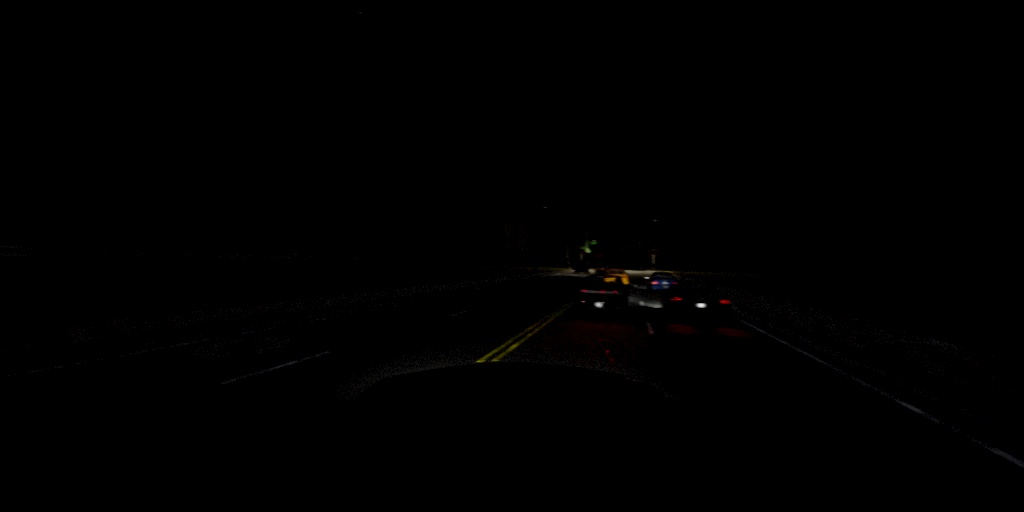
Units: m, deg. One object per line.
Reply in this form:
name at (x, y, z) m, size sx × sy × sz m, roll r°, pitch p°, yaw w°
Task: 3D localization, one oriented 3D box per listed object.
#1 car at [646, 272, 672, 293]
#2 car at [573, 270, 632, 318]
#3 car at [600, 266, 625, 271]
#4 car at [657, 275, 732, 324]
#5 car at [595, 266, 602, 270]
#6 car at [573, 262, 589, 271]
car at (10.773, 1.872, 25.807) m, size 2.033 × 1.411 × 5.357 m, roll 1°, pitch -1°, yaw 18°
car at (3.732, 1.500, 14.572) m, size 2.128 × 1.511 × 4.902 m, roll 1°, pitch -1°, yaw 18°
car at (8.737, 1.807, 29.969) m, size 1.882 × 1.535 × 5.008 m, roll 1°, pitch 0°, yaw 18°
car at (6.887, 1.638, 13.763) m, size 1.994 × 1.385 × 4.181 m, roll 1°, pitch -1°, yaw 18°
car at (14.821, 2.355, 59.577) m, size 1.882 × 1.535 × 5.008 m, roll 1°, pitch -1°, yaw 19°
car at (11.679, 2.033, 60.389) m, size 2.150 × 2.045 × 5.566 m, roll 1°, pitch -1°, yaw 19°
